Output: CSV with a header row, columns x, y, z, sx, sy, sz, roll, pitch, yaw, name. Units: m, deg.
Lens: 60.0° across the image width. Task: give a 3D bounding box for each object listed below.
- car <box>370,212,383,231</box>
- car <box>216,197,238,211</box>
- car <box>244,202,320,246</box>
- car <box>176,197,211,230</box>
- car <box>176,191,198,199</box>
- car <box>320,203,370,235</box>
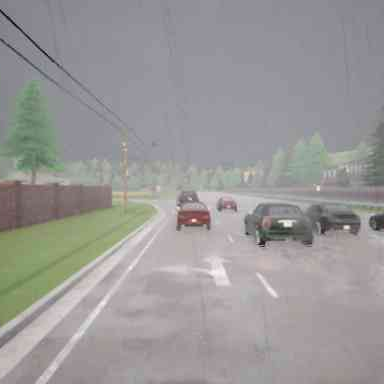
x,y,z,sx,sy,sz,roll,pitch,yaw,name
10.584,1.385,16.192,1.812,1.442,4.674,0,0,0,car
3.584,1.223,34.746,1.812,1.442,4.674,0,1,0,car
3.598,1.225,14.608,2.097,1.767,4.553,0,0,0,car
0.098,1.306,19.733,1.882,1.535,5.008,0,0,0,car
-0.602,0.885,38.424,2.150,2.045,5.566,0,0,-8,car
7.099,1.351,17.670,1.837,1.490,4.892,0,0,0,car
